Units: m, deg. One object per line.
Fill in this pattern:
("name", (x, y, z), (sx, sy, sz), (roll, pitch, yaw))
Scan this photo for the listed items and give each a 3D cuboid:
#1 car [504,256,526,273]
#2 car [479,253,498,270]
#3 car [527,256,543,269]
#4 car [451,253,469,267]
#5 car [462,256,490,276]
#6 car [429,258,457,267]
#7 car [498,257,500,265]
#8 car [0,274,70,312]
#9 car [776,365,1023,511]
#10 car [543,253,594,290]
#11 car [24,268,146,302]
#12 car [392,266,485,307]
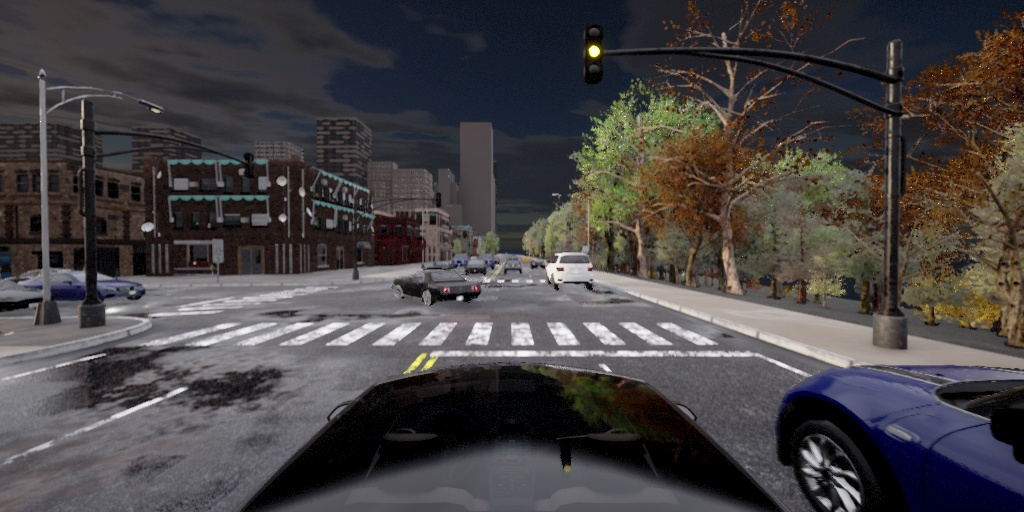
("car", (0.107, 1.045, 39.112), (2.033, 1.411, 5.357), (0, 0, 0))
("car", (-3.336, 0.670, 46.116), (2.150, 2.045, 5.566), (0, 0, -1))
("car", (3.358, 1.042, 47.219), (1.895, 1.301, 4.718), (0, 0, 0))
("car", (-6.588, 0.667, 46.808), (2.150, 2.045, 5.566), (0, 0, -2))
("car", (-3.340, 1.010, 34.012), (1.882, 1.535, 5.008), (0, 0, -2))
("car", (-6.594, 1.141, 32.783), (1.895, 1.301, 4.718), (0, 0, 0))
("car", (-3.260, 0.675, 64.330), (2.097, 1.767, 4.553), (0, 0, 0))
("car", (-19.944, 1.490, 13.365), (4.313, 1.339, 1.948), (0, 0, 0))
("car", (3.351, 1.106, 1.236), (2.097, 1.767, 4.553), (0, 0, 0))
("car", (3.352, 0.840, 21.396), (2.150, 2.045, 5.566), (0, 0, 0))
("car", (-19.324, 1.398, 16.067), (4.674, 1.442, 1.812), (-1, 1, 0))
("car", (-3.352, 1.262, 15.081), (1.895, 1.301, 4.718), (0, 0, -39))
